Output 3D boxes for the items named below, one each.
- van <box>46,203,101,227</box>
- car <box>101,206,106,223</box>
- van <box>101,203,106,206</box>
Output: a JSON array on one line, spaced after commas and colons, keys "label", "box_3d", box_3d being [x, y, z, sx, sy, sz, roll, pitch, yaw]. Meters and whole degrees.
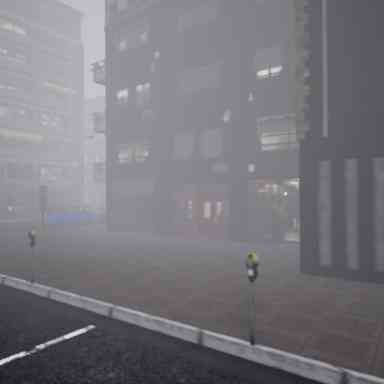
[{"label": "van", "box_3d": [-9.929, 1.962, 27.444, 1.690, 1.788, 3.998, -2, -2, 35]}, {"label": "car", "box_3d": [-6.856, 2.296, 32.052, 1.947, 1.339, 4.313, -2, -2, 35]}, {"label": "van", "box_3d": [-10.490, 2.255, 41.363, 1.690, 1.788, 3.998, -2, -2, 35]}]
